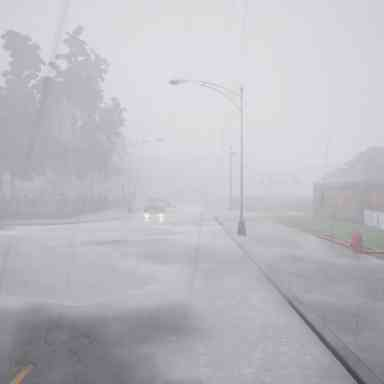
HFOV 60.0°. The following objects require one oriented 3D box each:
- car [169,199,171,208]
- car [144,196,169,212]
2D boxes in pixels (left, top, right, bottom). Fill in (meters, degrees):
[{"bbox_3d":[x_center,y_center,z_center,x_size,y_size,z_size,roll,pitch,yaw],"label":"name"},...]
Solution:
[{"bbox_3d":[-4.185,1.352,48.161,2.097,1.767,4.553,0,0,0],"label":"car"},{"bbox_3d":[-4.183,1.352,37.909,2.097,1.767,4.553,0,0,0],"label":"car"}]
